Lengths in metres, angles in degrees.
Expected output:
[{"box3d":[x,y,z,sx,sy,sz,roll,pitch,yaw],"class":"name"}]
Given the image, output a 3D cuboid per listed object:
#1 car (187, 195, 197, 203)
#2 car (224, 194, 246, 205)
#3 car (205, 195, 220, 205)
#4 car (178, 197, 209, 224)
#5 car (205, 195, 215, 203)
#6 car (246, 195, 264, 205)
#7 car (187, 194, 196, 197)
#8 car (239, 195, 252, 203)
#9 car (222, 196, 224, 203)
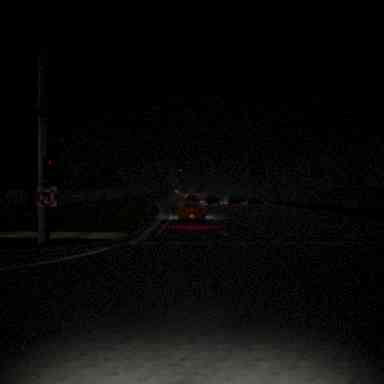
[{"box3d":[-0.017,1.309,65.228,1.837,1.490,4.892,0,0,0],"class":"car"},{"box3d":[6.986,1.330,54.810,2.128,1.511,4.902,0,0,0],"class":"car"},{"box3d":[3.486,1.344,54.809,1.837,1.490,4.892,0,0,0],"class":"car"},{"box3d":[-0.006,1.406,24.200,1.882,1.535,5.008,0,0,0],"class":"car"},{"box3d":[3.483,1.309,65.229,1.837,1.490,4.892,0,0,0],"class":"car"},{"box3d":[10.486,1.316,54.811,1.882,1.535,5.008,0,0,0],"class":"car"},{"box3d":[-0.015,1.190,55.194,2.097,1.767,4.553,0,0,0],"class":"car"},{"box3d":[10.483,1.333,65.231,1.812,1.442,4.674,0,0,0],"class":"car"},{"box3d":[6.983,1.161,65.199,2.097,1.767,4.553,0,0,0],"class":"car"}]
